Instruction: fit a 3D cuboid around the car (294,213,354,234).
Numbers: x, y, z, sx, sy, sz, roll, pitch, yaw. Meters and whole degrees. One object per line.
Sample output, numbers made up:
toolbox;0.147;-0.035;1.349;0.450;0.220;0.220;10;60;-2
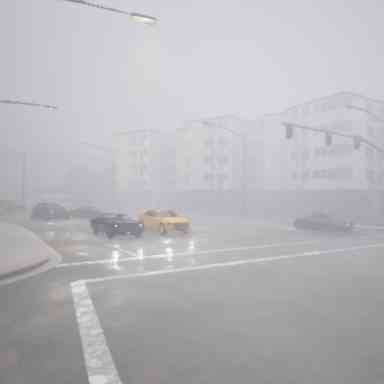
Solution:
car;9.457;2.177;24.102;1.994;1.385;4.181;1;-1;-31

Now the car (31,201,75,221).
car;-13.689;1.823;32.234;4.553;1.767;2.097;0;-2;42

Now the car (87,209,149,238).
car;-4.601;1.950;20.081;1.895;1.301;4.718;1;-1;-32

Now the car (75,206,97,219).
car;-10.541;2.149;34.123;4.718;1.301;1.895;0;-2;45

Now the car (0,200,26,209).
car;-24.014;1.756;43.564;5.008;1.535;1.882;0;-1;23

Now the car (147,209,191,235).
car;-1.927;1.905;22.340;1.882;1.535;5.008;1;-1;-32
